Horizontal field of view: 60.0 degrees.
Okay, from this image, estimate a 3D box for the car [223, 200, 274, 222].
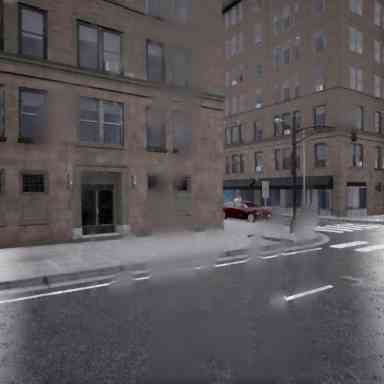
[{"bbox_3d":[4.023,1.411,25.566,1.882,1.535,5.008,-1,1,-35],"label":"car"}]
